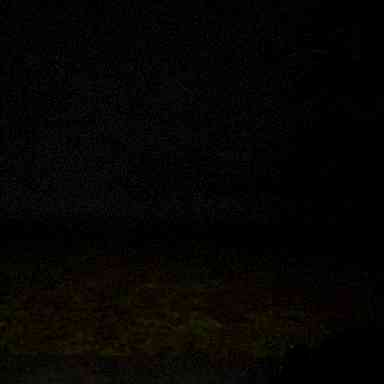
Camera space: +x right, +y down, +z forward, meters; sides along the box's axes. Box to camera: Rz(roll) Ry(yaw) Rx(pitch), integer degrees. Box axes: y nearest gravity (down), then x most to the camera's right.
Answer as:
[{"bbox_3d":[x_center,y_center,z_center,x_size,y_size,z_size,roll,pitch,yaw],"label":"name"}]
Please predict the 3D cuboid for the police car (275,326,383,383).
[{"bbox_3d":[3.263,1.419,2.271,5.238,1.638,1.930,0,0,2],"label":"police car"}]
